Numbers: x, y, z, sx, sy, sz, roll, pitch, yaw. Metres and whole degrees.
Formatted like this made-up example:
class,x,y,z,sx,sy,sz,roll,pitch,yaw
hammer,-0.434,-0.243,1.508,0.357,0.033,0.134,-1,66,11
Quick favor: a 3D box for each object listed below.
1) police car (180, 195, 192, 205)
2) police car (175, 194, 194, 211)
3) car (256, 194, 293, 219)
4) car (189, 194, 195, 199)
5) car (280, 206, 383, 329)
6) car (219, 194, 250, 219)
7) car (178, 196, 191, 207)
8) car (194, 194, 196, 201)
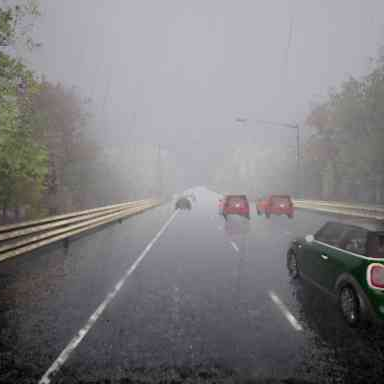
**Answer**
class,x,y,z,sx,sy,sz,roll,pitch,yaw
police car,-1.031,1.361,56.639,1.930,1.638,5.238,0,0,0
police car,-1.036,1.379,40.634,1.930,1.638,5.238,0,0,0
car,7.110,1.188,28.918,2.150,2.045,5.566,0,0,0
car,0.032,1.212,94.449,1.837,1.490,4.892,0,1,0
car,3.602,1.344,7.088,2.097,1.767,4.553,0,0,0
car,3.610,1.188,29.023,2.150,2.045,5.566,0,0,0
car,-1.032,1.420,50.527,1.882,1.535,5.008,0,0,0
car,0.026,1.392,74.817,2.033,1.411,5.357,0,0,0
